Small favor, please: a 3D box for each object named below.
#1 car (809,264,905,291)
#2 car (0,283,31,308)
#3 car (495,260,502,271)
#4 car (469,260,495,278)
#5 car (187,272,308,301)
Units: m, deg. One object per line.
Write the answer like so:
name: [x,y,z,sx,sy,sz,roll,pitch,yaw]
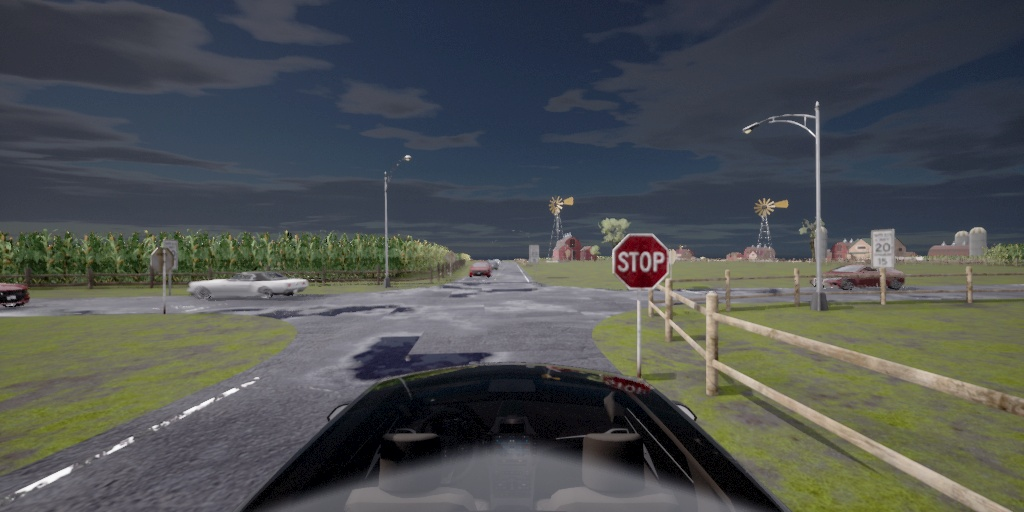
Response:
car: [19.451,1.173,20.232,4.674,1.442,1.812,0,0,-5]
car: [-21.921,1.364,13.727,5.008,1.535,1.882,0,0,-5]
car: [-2.947,1.304,50.743,2.128,1.511,4.902,0,0,0]
car: [-2.922,1.256,33.931,1.882,1.535,5.008,0,0,0]
car: [-12.810,1.437,17.494,4.718,1.301,1.895,0,0,0]
